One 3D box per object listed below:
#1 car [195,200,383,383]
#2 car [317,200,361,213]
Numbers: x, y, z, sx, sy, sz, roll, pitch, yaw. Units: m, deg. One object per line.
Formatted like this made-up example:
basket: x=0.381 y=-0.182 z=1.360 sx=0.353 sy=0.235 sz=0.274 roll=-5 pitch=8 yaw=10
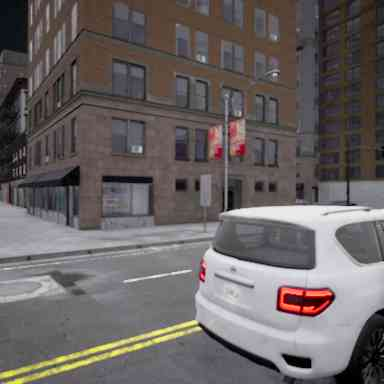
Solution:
car: x=2.661 y=1.225 z=5.323 sx=5.566 sy=2.045 sz=2.150 roll=0 pitch=0 yaw=-35
car: x=16.997 y=1.619 z=38.740 sx=1.947 sy=1.339 sz=4.313 roll=0 pitch=0 yaw=-35
